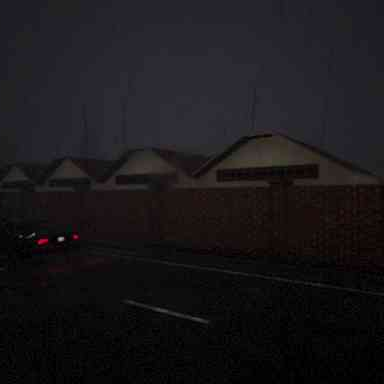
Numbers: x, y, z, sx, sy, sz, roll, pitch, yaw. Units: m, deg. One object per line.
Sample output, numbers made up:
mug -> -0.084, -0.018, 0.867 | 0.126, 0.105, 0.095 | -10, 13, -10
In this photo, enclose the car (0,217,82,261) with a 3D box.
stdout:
car -> -6.508, 1.685, 12.819 | 5.357, 1.411, 2.033 | -1, 0, 36
